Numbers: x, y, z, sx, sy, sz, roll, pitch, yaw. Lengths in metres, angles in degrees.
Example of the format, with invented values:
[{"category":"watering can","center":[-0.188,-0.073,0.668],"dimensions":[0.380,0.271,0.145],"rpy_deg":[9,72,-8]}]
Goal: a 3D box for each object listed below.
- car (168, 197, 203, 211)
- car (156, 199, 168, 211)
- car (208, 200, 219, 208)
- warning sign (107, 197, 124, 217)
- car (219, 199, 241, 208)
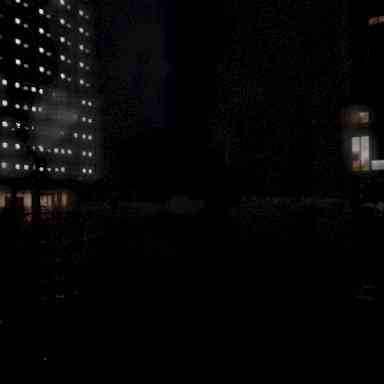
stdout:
[{"category":"car","center":[-0.633,1.731,48.671],"dimensions":[2.150,2.045,5.566],"rpy_deg":[-1,-1,34]},{"category":"car","center":[-3.286,2.160,50.543],"dimensions":[1.895,1.301,4.718],"rpy_deg":[-1,-1,34]},{"category":"car","center":[4.651,2.179,63.065],"dimensions":[1.812,1.442,4.674],"rpy_deg":[-1,-1,31]},{"category":"warning sign","center":[-7.644,1.484,33.269],"dimensions":[1.300,1.860,1.060],"rpy_deg":[-1,0,34]},{"category":"car","center":[7.431,2.087,61.382],"dimensions":[1.882,1.535,5.008],"rpy_deg":[-1,-1,31]}]
